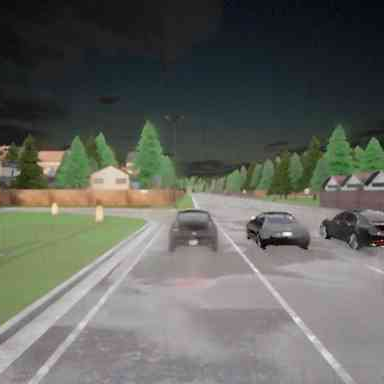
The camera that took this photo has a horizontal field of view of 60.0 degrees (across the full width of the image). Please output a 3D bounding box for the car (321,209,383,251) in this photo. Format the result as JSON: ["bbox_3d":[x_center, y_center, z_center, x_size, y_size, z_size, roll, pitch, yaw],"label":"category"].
[{"bbox_3d":[7.117,1.507,14.158,1.837,1.490,4.892,0,0,0],"label":"car"}]

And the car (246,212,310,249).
[{"bbox_3d":[3.615,1.564,14.620,1.994,1.385,4.181,0,0,0],"label":"car"}]

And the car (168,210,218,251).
[{"bbox_3d":[0.060,1.507,14.090,1.837,1.490,4.892,0,0,0],"label":"car"}]
